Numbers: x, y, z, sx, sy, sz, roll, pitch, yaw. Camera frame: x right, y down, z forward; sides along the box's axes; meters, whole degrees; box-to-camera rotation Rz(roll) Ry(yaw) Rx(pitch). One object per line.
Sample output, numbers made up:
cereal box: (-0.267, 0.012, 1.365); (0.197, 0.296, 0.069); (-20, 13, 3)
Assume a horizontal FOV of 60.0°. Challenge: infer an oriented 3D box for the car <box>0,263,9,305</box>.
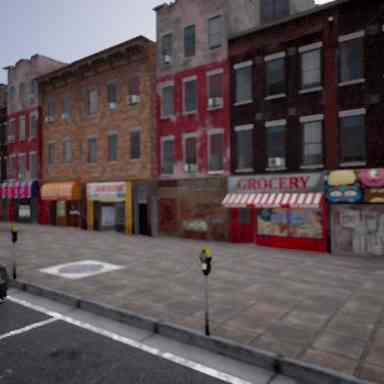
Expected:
car: (-5.333, 1.566, 6.624); (4.403, 1.369, 2.008); (0, -1, 35)
